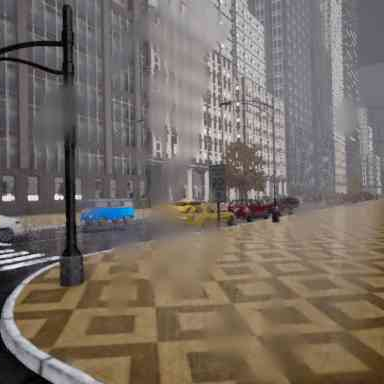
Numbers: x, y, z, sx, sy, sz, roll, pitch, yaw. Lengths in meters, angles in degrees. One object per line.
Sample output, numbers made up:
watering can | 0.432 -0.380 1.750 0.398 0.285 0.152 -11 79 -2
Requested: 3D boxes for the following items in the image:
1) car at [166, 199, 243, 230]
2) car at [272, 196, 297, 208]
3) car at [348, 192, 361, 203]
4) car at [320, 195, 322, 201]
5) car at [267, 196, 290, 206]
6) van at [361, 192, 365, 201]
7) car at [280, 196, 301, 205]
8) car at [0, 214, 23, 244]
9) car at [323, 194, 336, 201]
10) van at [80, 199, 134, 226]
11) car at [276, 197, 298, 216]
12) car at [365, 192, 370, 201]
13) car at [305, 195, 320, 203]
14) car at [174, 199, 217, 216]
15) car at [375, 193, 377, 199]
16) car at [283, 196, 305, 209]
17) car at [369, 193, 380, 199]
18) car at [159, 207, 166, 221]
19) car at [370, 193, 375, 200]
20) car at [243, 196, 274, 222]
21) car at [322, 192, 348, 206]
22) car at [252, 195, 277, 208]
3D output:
car | 0.877 1.316 18.993 1.752 1.417 4.829 -2 -1 35
car | 12.620 1.330 45.248 1.812 1.442 4.674 -2 -1 35
car | 26.292 1.024 55.528 1.967 1.590 4.097 -2 -1 35
car | 26.056 1.310 69.274 1.887 1.381 4.507 -2 -1 35
car | 13.285 1.403 50.900 1.887 1.381 4.507 -2 -1 35
van | 29.505 0.902 60.095 1.690 1.788 3.998 -2 -1 35
car | 16.478 1.385 55.493 2.008 1.369 4.403 -2 -1 35
car | -9.449 1.520 13.615 1.812 1.442 4.674 -2 -1 35
car | 32.442 1.267 78.460 1.887 1.381 4.507 -2 -1 35
van | -5.875 1.358 23.342 1.690 1.788 3.998 -2 -1 35
car | 7.156 1.317 28.024 1.802 1.307 4.206 -2 -1 35
car | 32.710 0.978 64.669 1.967 1.590 4.097 -2 -1 35
car | 22.861 1.228 64.681 1.967 1.590 4.097 -2 -1 35
car | 0.417 1.488 32.387 1.752 1.417 4.829 -2 -1 35
car | 39.148 1.058 73.797 1.947 1.339 4.313 -2 -1 35
car | 10.715 1.236 37.477 1.882 1.535 5.008 -2 -1 35
car | 45.522 1.002 82.969 2.008 1.369 4.403 -2 -1 35
car | -0.539 1.393 26.449 1.882 1.535 5.008 -2 -1 35
car | 35.918 0.830 69.240 2.192 1.841 5.009 -2 -1 35
car | 3.965 1.203 23.440 1.967 1.590 4.097 -2 -1 35
car | 20.010 1.157 46.500 1.752 1.417 4.829 -2 -1 35
car | 10.090 1.323 46.308 1.967 1.590 4.097 -2 -1 35
